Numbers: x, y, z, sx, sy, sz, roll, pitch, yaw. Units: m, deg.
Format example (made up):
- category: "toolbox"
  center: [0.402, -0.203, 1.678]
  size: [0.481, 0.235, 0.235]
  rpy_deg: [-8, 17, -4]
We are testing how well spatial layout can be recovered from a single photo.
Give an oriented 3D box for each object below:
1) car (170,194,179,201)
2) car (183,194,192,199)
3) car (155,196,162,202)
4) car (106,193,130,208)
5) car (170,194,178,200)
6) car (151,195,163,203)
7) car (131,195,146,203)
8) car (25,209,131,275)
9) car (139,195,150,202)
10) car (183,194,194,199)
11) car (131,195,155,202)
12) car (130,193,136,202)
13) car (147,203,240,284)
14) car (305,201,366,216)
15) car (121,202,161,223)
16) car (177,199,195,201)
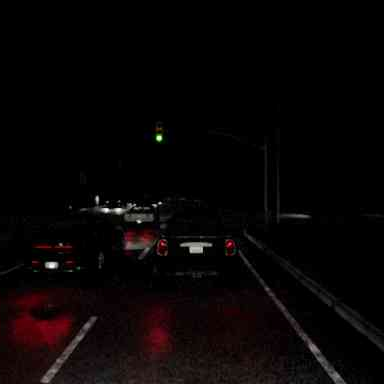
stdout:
- category: "car"
  center: [-3.994, 1.338, 78.262]
  size: [1.882, 1.535, 5.008]
  rpy_deg: [0, 0, -4]
- category: "car"
  center: [-1.272, 1.168, 88.869]
  size: [1.994, 1.385, 4.181]
  rpy_deg: [0, 0, -7]
- category: "car"
  center: [-7.058, 1.506, 58.956]
  size: [2.033, 1.411, 5.357]
  rpy_deg: [0, 0, 1]
- category: "car"
  center: [-10.603, 1.331, 46.747]
  size: [2.097, 1.767, 4.553]
  rpy_deg: [0, 0, 0]
- category: "car"
  center: [-4.754, 1.284, 88.430]
  size: [1.837, 1.490, 4.892]
  rpy_deg: [0, 0, -7]
- category: "car"
  center: [-7.171, 1.455, 69.384]
  size: [2.033, 1.411, 5.357]
  rpy_deg: [0, 0, -1]
- category: "car"
  center: [-10.606, 1.423, 66.412]
  size: [2.128, 1.511, 4.902]
  rpy_deg: [0, 0, -1]
- category: "car"
  center: [-3.400, 1.508, 10.474]
  size: [1.837, 1.490, 4.892]
  rpy_deg: [0, 0, 0]
- category: "car"
  center: [-10.924, 1.393, 76.635]
  size: [1.812, 1.442, 4.674]
  rpy_deg: [0, 0, -2]
- category: "car"
  center: [-0.533, 1.370, 78.955]
  size: [1.812, 1.442, 4.674]
  rpy_deg: [0, 0, -4]
- category: "car"
  center: [-7.103, 1.525, 48.888]
  size: [2.033, 1.411, 5.357]
  rpy_deg: [0, 0, 0]
- category: "car"
  center: [-10.572, 1.188, 56.189]
  size: [2.150, 2.045, 5.566]
  rpy_deg: [0, 0, 0]
- category: "car"
  center: [0.099, 1.354, 9.782]
  size: [2.097, 1.767, 4.553]
  rpy_deg: [0, 0, 0]
- category: "car"
  center: [13.780, 1.535, 32.092]
  size: [5.357, 1.411, 2.033]
  rpy_deg: [0, 0, -3]
- category: "car"
  center: [-3.405, 1.595, 23.594]
  size: [1.895, 1.301, 4.718]
  rpy_deg: [0, 0, 0]
- category: "car"
  center: [0.097, 1.486, 23.106]
  size: [2.128, 1.511, 4.902]
  rpy_deg: [0, 0, 0]
